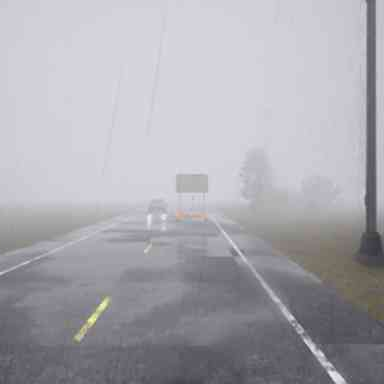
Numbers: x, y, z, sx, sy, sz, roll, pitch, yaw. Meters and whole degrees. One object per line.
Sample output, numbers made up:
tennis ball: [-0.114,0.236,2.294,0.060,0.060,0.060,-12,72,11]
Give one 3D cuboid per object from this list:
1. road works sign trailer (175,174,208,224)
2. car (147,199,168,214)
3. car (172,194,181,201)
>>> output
road works sign trailer: [0.006,0.442,24.644,2.380,3.560,2.880,0,0,0]
car: [-3.585,1.478,35.347,1.837,1.490,4.892,0,0,0]
car: [-3.483,1.282,77.591,1.837,1.490,4.892,0,0,0]
